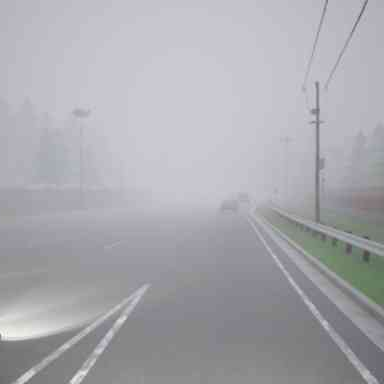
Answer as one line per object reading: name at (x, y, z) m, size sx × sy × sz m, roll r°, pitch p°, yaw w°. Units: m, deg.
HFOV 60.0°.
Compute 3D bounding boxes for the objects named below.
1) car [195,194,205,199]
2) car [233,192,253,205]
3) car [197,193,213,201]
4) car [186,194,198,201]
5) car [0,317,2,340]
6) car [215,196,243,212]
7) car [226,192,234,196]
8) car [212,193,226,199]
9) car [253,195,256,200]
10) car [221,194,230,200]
car at (2.205, 1.228, 91.032) m, size 1.812 × 1.442 × 4.674 m, roll 0°, pitch 0°, yaw 13°
car at (9.065, 1.148, 58.507) m, size 2.150 × 2.045 × 5.566 m, roll 0°, pitch 0°, yaw 13°
car at (3.337, 1.475, 80.523) m, size 1.895 × 1.301 × 4.718 m, roll 0°, pitch 0°, yaw 13°
car at (-0.077, 1.399, 81.293) m, size 1.812 × 1.442 × 4.674 m, roll 0°, pitch 0°, yaw 13°
car at (-3.942, 1.554, 3.004) m, size 1.994 × 1.385 × 4.181 m, roll 0°, pitch 0°, yaw 13°
car at (4.291, 1.498, 37.747) m, size 2.033 × 1.411 × 5.357 m, roll 0°, pitch 0°, yaw 12°
car at (10.058, 1.116, 78.520) m, size 2.150 × 2.045 × 5.566 m, roll 0°, pitch 0°, yaw 13°
car at (6.738, 1.438, 79.696) m, size 1.994 × 1.385 × 4.181 m, roll 0°, pitch 0°, yaw 13°
car at (15.827, 1.445, 87.802) m, size 1.994 × 1.385 × 4.181 m, roll 0°, pitch 0°, yaw 13°
car at (9.020, 1.214, 89.435) m, size 1.837 × 1.490 × 4.892 m, roll 0°, pitch 0°, yaw 13°
